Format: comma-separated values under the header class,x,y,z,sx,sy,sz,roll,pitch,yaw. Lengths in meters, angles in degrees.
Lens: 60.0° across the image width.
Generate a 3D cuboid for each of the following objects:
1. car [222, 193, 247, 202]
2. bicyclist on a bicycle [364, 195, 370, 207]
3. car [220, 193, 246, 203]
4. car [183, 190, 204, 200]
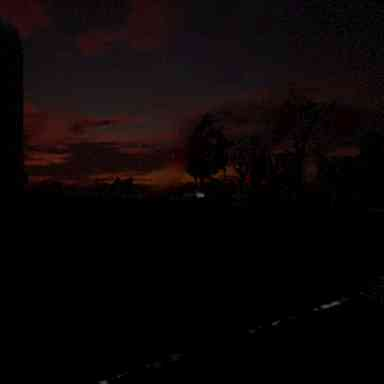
class,x,y,z,sx,sy,sz,roll,pitch,yaw
car,7.732,1.026,60.389,1.812,1.442,4.674,0,1,-35
bicyclist on a bicycle,23.131,1.230,43.928,1.656,1.620,0.582,0,1,-35
car,6.800,1.017,56.768,1.882,1.535,5.008,0,0,-35
car,0.378,0.555,70.761,2.150,2.045,5.566,0,1,-35
